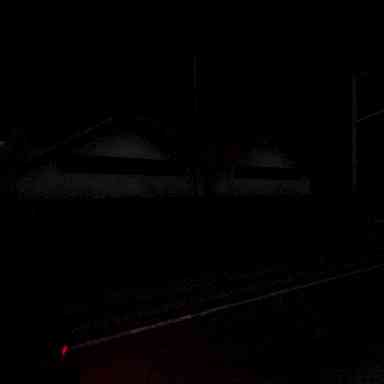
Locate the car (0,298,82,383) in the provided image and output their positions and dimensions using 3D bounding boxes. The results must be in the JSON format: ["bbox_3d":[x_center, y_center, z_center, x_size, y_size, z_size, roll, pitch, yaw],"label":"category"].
[{"bbox_3d":[-3.138,1.491,1.755,4.902,1.511,2.128,0,0,-36],"label":"car"}]
